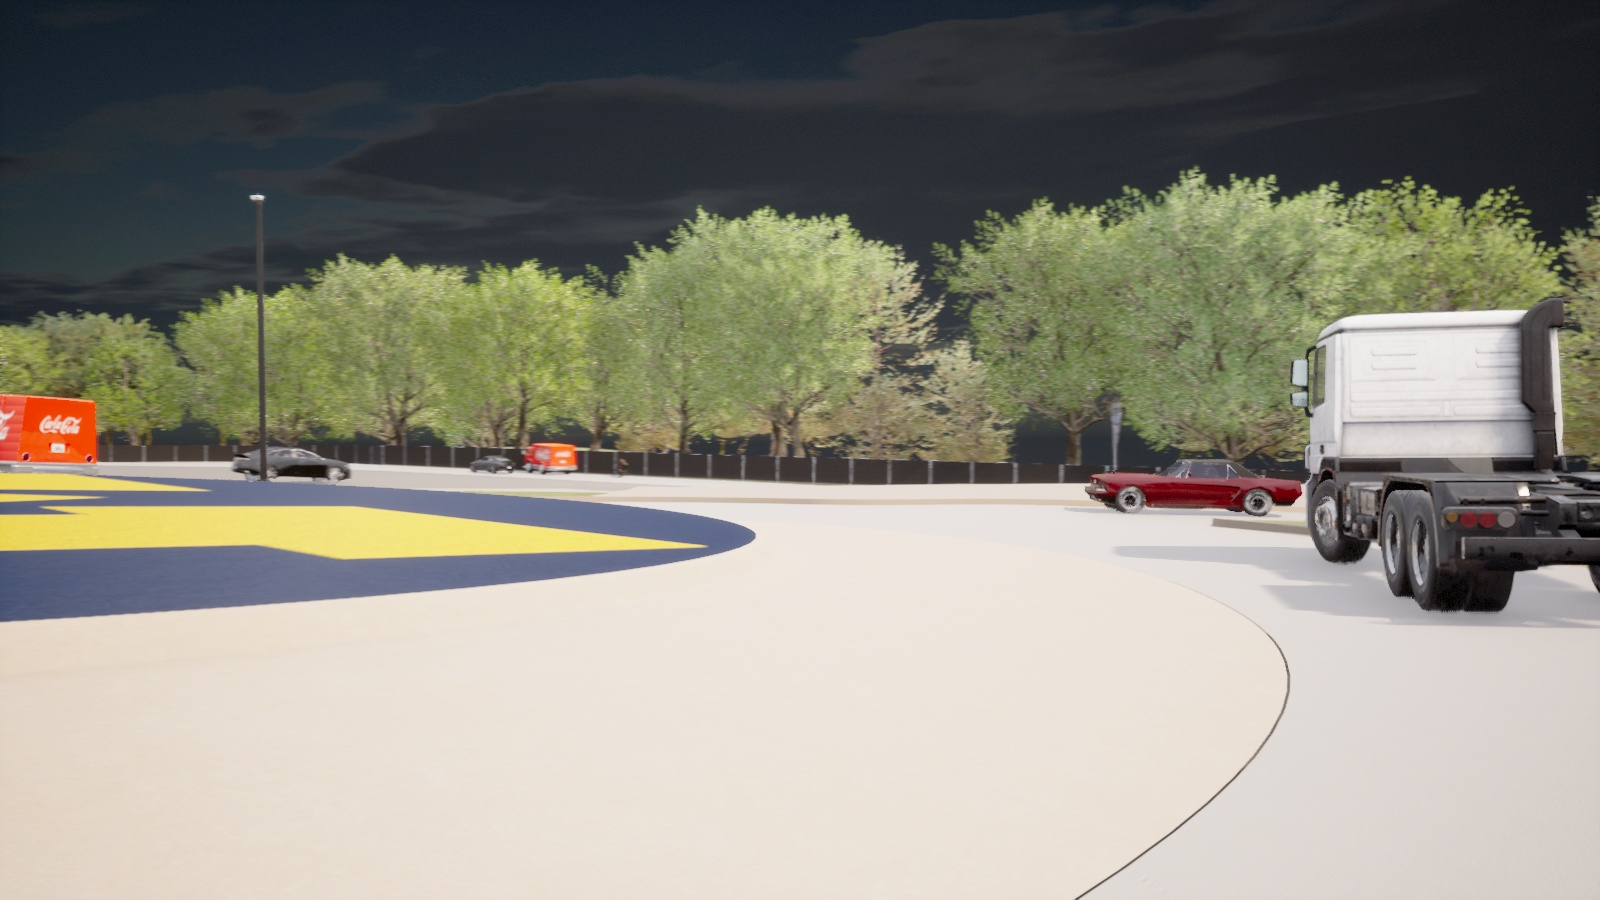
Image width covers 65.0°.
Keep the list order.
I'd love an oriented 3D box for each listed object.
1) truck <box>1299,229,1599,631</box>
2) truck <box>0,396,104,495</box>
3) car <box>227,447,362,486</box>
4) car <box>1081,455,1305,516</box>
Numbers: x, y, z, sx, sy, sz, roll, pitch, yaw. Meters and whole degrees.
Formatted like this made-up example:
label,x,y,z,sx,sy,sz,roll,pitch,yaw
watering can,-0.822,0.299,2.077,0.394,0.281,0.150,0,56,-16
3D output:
label,x,y,z,sx,sy,sz,roll,pitch,yaw
truck,8.000,-0.204,14.611,2.891,3.462,7.936,-1,0,13
truck,-21.687,-0.166,33.469,5.204,2.467,2.627,2,-1,20
car,-21.753,0.707,54.120,4.902,1.511,2.128,3,-1,-44
car,9.211,0.822,29.708,4.718,1.301,1.895,1,1,3
